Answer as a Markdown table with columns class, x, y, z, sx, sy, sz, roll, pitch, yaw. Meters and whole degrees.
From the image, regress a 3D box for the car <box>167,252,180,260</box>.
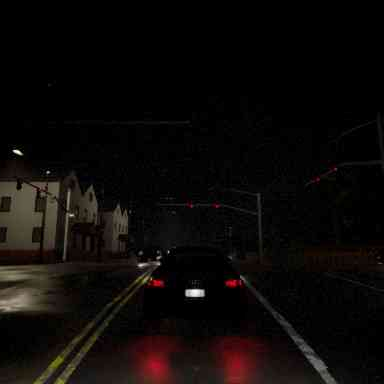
| class | x | y | z | sx | sy | sz | roll | pitch | yaw |
| --- | --- | --- | --- | --- | --- | --- | --- | --- | --- |
| car | -3.612 | 12.463 | 65.143 | 2.128 | 1.511 | 4.902 | 0 | -11 | 0 |

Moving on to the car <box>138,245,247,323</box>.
| class | x | y | z | sx | sy | sz | roll | pitch | yaw |
| --- | --- | --- | --- | --- | --- | --- | --- | --- | --- |
| car | 0.063 | 1.984 | 7.879 | 1.994 | 1.385 | 4.181 | 0 | -7 | 0 |

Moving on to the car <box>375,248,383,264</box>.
| class | x | y | z | sx | sy | sz | roll | pitch | yaw |
| --- | --- | --- | --- | --- | --- | --- | --- | --- | --- |
| car | 15.804 | 4.497 | 23.893 | 4.902 | 1.511 | 2.128 | 0 | -11 | 1 |

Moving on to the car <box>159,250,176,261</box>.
| class | x | y | z | sx | sy | sz | roll | pitch | yaw |
| --- | --- | --- | --- | --- | --- | --- | --- | --- | --- |
| car | -3.653 | 9.510 | 49.839 | 2.128 | 1.511 | 4.902 | 0 | -11 | 0 |
